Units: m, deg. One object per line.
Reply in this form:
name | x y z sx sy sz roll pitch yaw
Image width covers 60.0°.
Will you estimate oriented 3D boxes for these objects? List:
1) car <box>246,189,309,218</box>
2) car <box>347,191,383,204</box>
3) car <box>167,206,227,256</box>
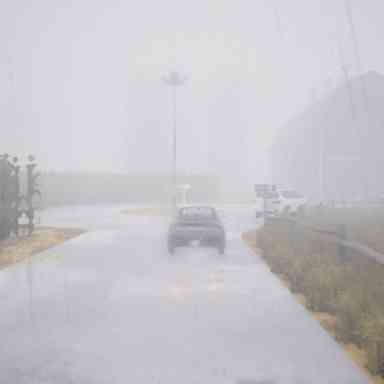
car | 6.336 0.763 23.460 2.150 2.045 5.566 1 2 39
car | 17.582 0.702 32.456 4.553 1.767 2.097 0 1 -3
car | 0.240 1.264 12.166 2.128 1.511 4.902 0 1 3
